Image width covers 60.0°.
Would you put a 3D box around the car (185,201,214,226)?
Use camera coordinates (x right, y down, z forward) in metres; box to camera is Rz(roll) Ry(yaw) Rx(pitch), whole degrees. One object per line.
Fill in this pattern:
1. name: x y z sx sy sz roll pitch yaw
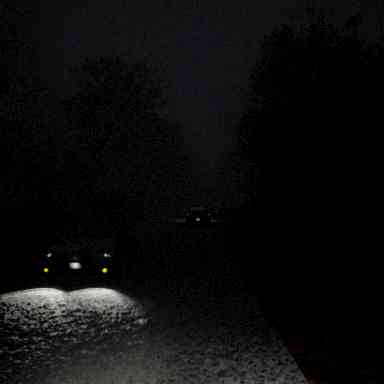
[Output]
1. car: 0.495 1.644 24.358 1.812 1.442 4.674 0 0 2

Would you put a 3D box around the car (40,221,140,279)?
1. car: -2.796 1.583 9.989 1.994 1.385 4.181 0 0 1

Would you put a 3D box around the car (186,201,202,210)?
1. car: 0.354 2.113 52.535 1.994 1.385 4.181 0 -1 9
